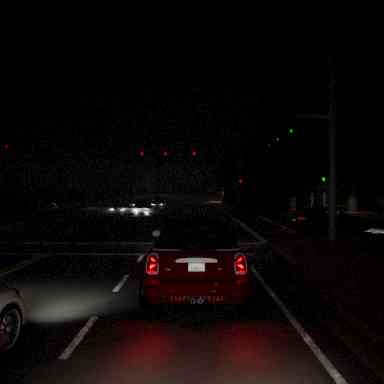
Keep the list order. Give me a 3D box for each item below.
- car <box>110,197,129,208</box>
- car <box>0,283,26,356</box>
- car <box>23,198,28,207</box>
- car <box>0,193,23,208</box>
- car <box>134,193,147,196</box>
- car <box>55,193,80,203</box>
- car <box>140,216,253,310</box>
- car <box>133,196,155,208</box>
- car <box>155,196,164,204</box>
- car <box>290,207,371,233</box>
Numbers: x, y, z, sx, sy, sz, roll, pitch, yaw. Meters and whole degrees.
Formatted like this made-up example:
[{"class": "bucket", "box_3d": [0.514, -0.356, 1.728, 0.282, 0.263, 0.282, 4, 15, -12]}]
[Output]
[{"class": "car", "box_3d": [-10.506, 1.446, 48.717, 1.882, 1.535, 5.008, 0, 0, 2]}, {"class": "car", "box_3d": [-3.433, 1.524, 3.078, 1.812, 1.442, 4.674, 0, 0, 1]}, {"class": "car", "box_3d": [-24.810, 1.127, 45.755, 3.866, 1.878, 1.905, 0, 0, 0]}, {"class": "car", "box_3d": [-24.873, 1.126, 42.861, 4.605, 1.855, 1.932, 0, 0, 0]}, {"class": "car", "box_3d": [-10.005, 1.179, 64.807, 2.150, 2.045, 5.566, 0, 0, 2]}, {"class": "car", "box_3d": [-24.790, 1.114, 65.379, 3.866, 1.878, 1.905, 0, 0, 0]}, {"class": "car", "box_3d": [0.081, 1.347, 7.980, 2.097, 1.767, 4.553, 0, 0, 0]}, {"class": "car", "box_3d": [-7.028, 1.570, 47.993, 1.895, 1.301, 4.718, 0, 0, 2]}, {"class": "car", "box_3d": [-6.519, 1.464, 64.616, 1.837, 1.490, 4.892, 0, 0, 2]}, {"class": "car", "box_3d": [7.838, 1.574, 19.026, 4.181, 1.385, 1.994, 0, 0, 0]}]
